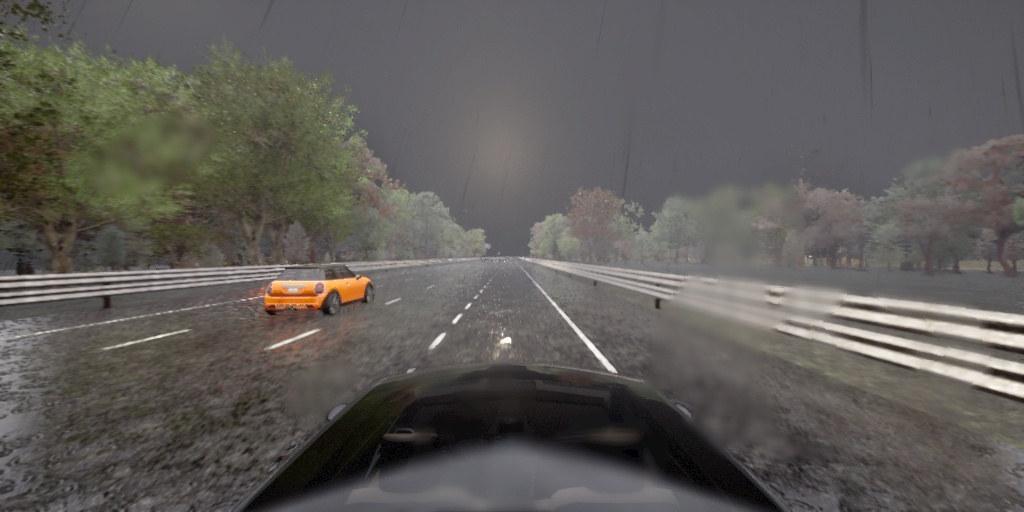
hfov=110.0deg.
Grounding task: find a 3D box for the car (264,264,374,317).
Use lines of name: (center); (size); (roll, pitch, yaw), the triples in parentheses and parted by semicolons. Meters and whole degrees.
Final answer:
car: (-6.899, 1.090, 13.412); (2.097, 1.767, 4.553); (0, 0, 0)
